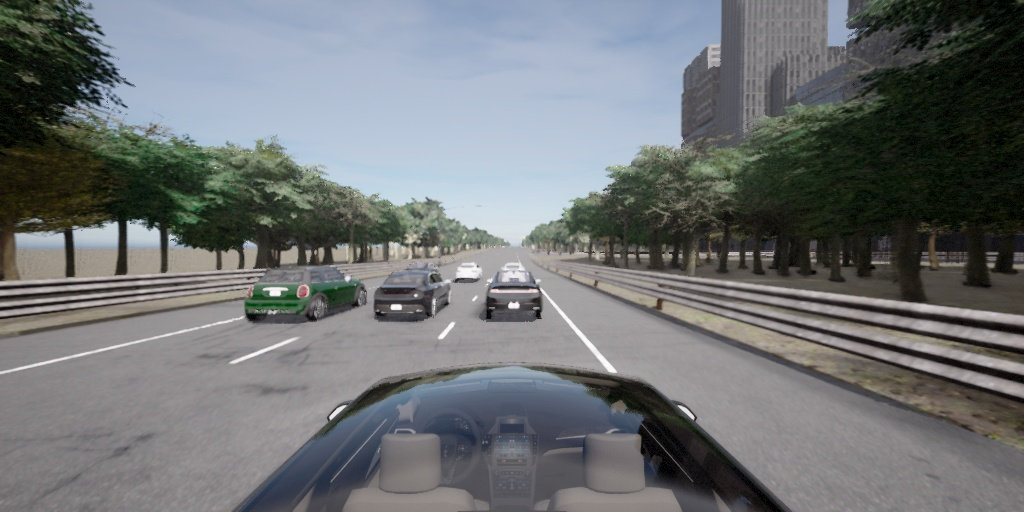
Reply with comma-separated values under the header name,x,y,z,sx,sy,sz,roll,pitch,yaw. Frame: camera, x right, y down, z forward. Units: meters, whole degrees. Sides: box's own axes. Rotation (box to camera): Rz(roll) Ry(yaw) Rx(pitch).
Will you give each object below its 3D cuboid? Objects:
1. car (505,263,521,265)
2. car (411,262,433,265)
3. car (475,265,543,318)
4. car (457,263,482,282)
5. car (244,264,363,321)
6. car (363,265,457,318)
name,x,y,z,sx,sy,sz,roll,pitch,yaw
car,0.080,1.277,28.902,1.812,1.442,4.674,0,0,0
car,-6.928,1.244,27.949,2.128,1.511,4.902,0,0,0
car,0.073,1.253,12.972,2.128,1.511,4.902,0,0,0
car,-3.421,1.277,28.892,1.812,1.442,4.674,0,0,0
car,-6.929,1.112,12.639,2.097,1.767,4.553,0,0,0
car,-3.427,1.268,13.085,1.837,1.490,4.892,0,0,0
